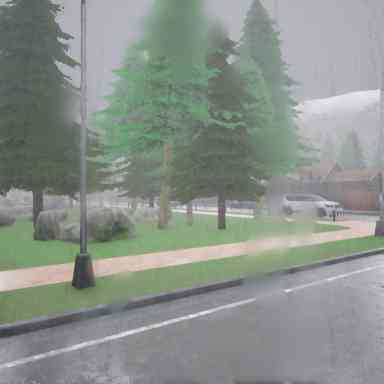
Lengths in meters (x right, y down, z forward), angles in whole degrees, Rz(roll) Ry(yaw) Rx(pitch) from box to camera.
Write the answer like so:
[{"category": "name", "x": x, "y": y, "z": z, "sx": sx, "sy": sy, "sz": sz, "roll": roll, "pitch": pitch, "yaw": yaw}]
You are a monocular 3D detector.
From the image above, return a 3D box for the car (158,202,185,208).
[{"category": "car", "x": -2.961, "y": 1.338, "z": 48.240, "sx": 2.097, "sy": 1.767, "sz": 4.553, "roll": 0, "pitch": 0, "yaw": -37}]

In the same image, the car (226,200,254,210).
[{"category": "car", "x": 6.447, "y": 1.586, "z": 41.935, "sx": 1.895, "sy": 1.301, "sz": 4.718, "roll": 0, "pitch": 0, "yaw": -37}]

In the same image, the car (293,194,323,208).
[{"category": "car", "x": 15.556, "y": 1.161, "z": 44.502, "sx": 3.866, "sy": 1.878, "sz": 1.905, "roll": 0, "pitch": 0, "yaw": -37}]

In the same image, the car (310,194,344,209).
[{"category": "car", "x": 17.375, "y": 1.159, "z": 42.723, "sx": 4.605, "sy": 1.855, "sz": 1.932, "roll": 0, "pitch": 0, "yaw": -37}]

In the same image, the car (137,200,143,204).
[{"category": "car", "x": -9.339, "y": 1.479, "z": 61.330, "sx": 2.128, "sy": 1.511, "sz": 4.902, "roll": 0, "pitch": 0, "yaw": -44}]

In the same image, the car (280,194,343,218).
[{"category": "car", "x": 10.627, "y": 1.207, "z": 30.130, "sx": 2.150, "sy": 2.045, "sz": 5.566, "roll": 0, "pitch": 0, "yaw": -37}]
